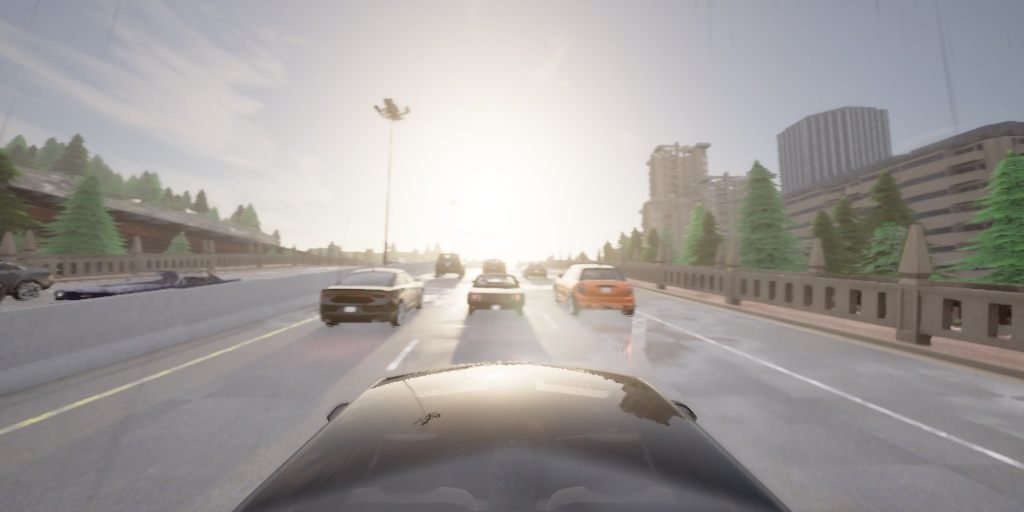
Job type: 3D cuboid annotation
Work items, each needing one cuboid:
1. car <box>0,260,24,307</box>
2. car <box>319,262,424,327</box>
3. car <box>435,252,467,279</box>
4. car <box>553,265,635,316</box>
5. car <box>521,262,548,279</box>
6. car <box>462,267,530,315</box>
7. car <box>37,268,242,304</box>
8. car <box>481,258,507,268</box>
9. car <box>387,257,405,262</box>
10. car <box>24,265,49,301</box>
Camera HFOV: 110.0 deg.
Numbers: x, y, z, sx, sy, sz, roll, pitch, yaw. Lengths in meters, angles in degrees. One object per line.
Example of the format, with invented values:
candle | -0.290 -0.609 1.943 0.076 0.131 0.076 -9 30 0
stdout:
car | -14.513 0.949 7.547 1.837 1.490 4.892 1 1 -3
car | -3.988 1.105 11.022 1.882 1.535 5.008 1 0 -3
car | -4.997 0.733 29.698 2.150 2.045 5.566 1 0 -3
car | 2.886 1.097 13.543 2.097 1.767 4.553 1 0 -3
car | 1.910 1.198 31.458 1.994 1.385 4.181 1 0 -3
car | -0.607 1.281 13.247 1.895 1.301 4.718 1 0 -3
car | -11.228 1.088 11.555 1.895 1.301 4.718 1 0 -3
car | -1.541 0.925 30.541 2.097 1.767 4.553 1 0 -3
car | -16.818 0.894 51.772 1.837 1.490 4.892 1 -2 -3
car | -18.232 0.845 11.493 2.128 1.511 4.902 1 0 -3
